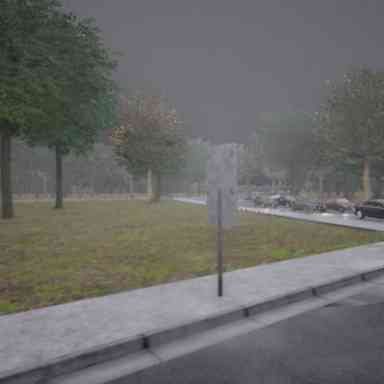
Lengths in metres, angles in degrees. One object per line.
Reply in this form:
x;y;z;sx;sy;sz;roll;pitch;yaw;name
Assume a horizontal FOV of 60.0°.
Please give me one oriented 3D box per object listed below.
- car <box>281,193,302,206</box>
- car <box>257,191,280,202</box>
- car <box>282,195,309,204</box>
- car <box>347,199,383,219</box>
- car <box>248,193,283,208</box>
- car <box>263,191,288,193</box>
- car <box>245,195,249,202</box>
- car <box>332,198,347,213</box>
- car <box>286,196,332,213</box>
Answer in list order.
12.742;1.242;43.973;1.882;1.535;5.008;0;0;-12;car
14.908;0.915;65.113;2.150;2.045;5.566;0;0;-12;car
17.098;1.210;55.205;2.128;1.511;4.902;0;0;-12;car
13.750;1.316;23.836;1.837;1.490;4.892;0;0;-12;car
9.515;1.279;43.490;1.837;1.490;4.892;0;0;-12;car
13.961;0.951;54.347;2.150;2.045;5.566;0;0;-11;car
11.738;1.189;64.399;2.128;1.511;4.902;0;0;-12;car
14.921;1.309;33.803;1.812;1.442;4.674;0;0;-12;car
11.674;1.358;33.463;1.994;1.385;4.181;0;0;-12;car
